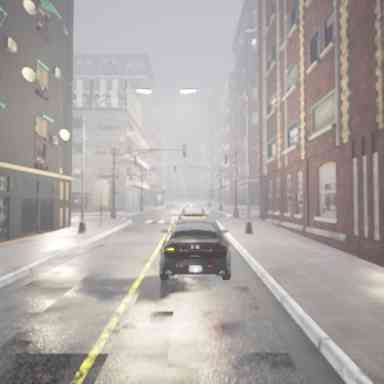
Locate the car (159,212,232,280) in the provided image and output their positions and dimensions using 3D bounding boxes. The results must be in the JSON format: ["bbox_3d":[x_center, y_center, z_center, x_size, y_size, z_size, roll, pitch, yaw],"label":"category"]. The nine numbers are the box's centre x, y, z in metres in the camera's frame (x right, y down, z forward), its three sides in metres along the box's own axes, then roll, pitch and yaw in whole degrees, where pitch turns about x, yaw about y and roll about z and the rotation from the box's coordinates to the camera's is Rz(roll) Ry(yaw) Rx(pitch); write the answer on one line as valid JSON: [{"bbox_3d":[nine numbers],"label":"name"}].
[{"bbox_3d":[0.090,1.560,10.089,1.837,1.490,4.892,0,-1,0],"label":"car"}]

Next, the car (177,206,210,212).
[{"bbox_3d":[0.096,1.612,20.604,2.128,1.511,4.902,0,0,0],"label":"car"}]
